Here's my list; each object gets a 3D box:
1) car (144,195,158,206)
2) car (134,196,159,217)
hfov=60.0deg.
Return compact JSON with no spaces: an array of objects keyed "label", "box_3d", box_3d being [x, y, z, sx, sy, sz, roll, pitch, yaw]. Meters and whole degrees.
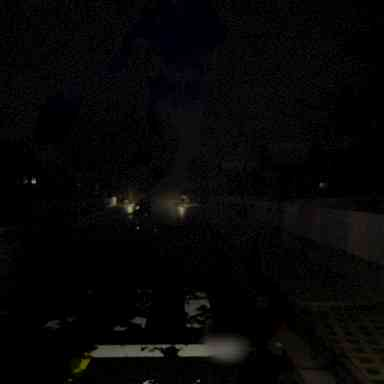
[{"label":"car","box_3d":[-6.896,1.431,55.651,2.097,1.767,4.553,0,0,-8]},{"label":"car","box_3d":[-4.130,1.362,30.800,2.097,1.767,4.553,0,0,-5]}]
